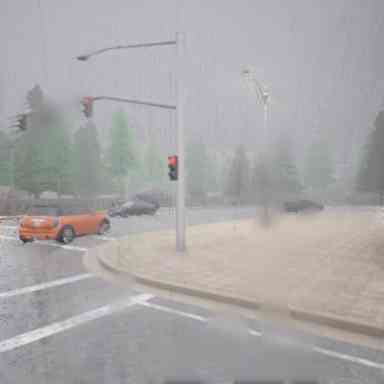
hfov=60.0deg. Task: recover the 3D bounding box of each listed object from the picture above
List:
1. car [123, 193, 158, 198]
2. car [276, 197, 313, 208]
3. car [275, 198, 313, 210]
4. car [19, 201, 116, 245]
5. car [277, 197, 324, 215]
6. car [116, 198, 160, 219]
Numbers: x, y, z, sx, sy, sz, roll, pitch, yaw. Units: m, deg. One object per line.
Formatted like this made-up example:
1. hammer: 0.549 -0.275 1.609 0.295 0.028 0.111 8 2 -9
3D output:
1. car: -5.702 1.172 33.367 2.150 2.045 5.566 0 0 42
2. car: 14.174 1.474 46.031 4.674 1.442 1.812 0 0 -16
3. car: 12.829 1.512 41.902 4.181 1.385 1.994 0 0 -19
4. car: -5.709 1.303 15.529 2.097 1.767 4.553 0 0 14
5. car: 11.061 1.452 33.327 4.892 1.490 1.837 0 -1 -30
6. car: -5.094 1.476 28.636 1.812 1.442 4.674 0 0 40
